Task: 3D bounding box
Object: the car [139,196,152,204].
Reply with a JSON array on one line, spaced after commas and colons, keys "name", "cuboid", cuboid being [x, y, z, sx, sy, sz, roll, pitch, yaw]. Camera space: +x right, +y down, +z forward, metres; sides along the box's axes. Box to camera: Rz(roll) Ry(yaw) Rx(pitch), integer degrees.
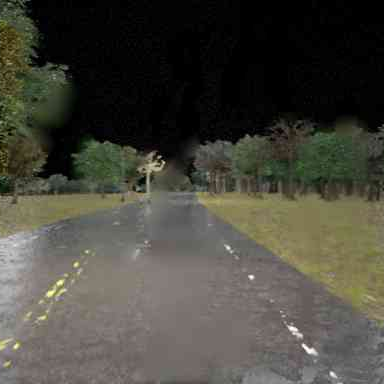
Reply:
[{"name": "car", "cuboid": [-8.502, 1.464, 61.075, 1.837, 1.490, 4.892, 0, 1, -1]}]
